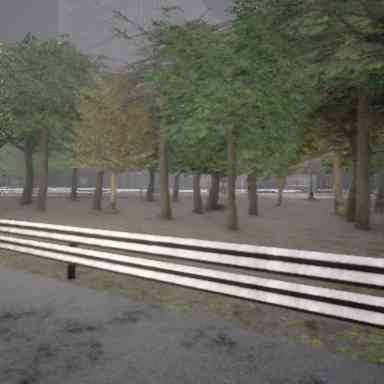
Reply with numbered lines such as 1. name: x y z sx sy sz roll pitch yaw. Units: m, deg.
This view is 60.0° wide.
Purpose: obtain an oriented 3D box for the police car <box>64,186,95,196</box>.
1. police car: -18.476 -0.124 54.884 4.974 1.542 2.038 0 1 -4
